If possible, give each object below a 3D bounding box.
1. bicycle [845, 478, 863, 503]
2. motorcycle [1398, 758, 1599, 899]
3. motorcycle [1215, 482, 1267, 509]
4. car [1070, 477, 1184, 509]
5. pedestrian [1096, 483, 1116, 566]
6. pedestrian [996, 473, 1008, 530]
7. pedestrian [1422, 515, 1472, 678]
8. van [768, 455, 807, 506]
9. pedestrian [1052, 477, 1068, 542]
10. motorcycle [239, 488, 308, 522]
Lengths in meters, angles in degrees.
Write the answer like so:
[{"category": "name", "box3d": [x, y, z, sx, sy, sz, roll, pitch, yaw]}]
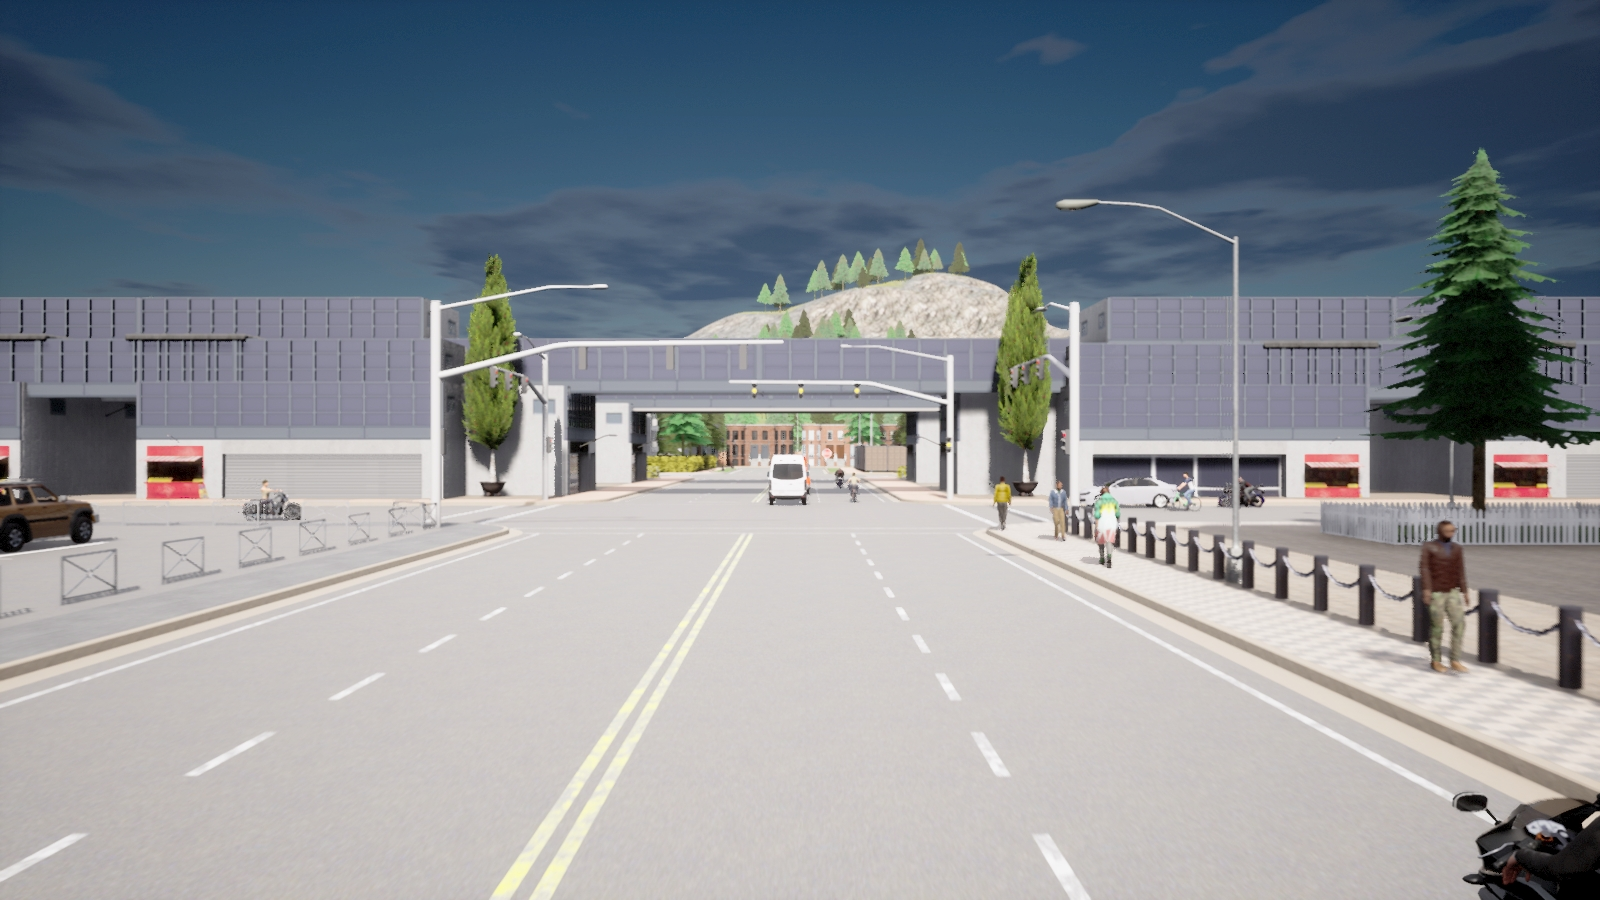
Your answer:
[{"category": "bicycle", "box3d": [2.887, 2.159, 61.339, 0.859, 1.276, 1.487, 0, 0, 0]}, {"category": "motorcycle", "box3d": [3.501, 2.205, 4.756, 0.867, 1.251, 2.209, 0, 0, 0]}, {"category": "motorcycle", "box3d": [21.422, 2.206, 55.491, 2.209, 1.251, 0.867, 0, 0, 0]}, {"category": "car", "box3d": [15.848, 2.062, 55.498, 4.892, 1.480, 2.231, 0, 0, 0]}, {"category": "pedestrian", "box3d": [6.968, 1.698, 26.052, 0.375, 1.860, 0.375, 0, 0, 3]}, {"category": "pedestrian", "box3d": [6.638, 1.698, 37.552, 0.375, 1.860, 0.375, 0, 0, 12]}, {"category": "pedestrian", "box3d": [7.574, 1.697, 13.379, 0.375, 1.860, 0.375, 0, 0, -1]}, {"category": "van", "box3d": [-0.634, 1.535, 60.884, 1.988, 2.561, 5.915, 0, 0, 0]}, {"category": "pedestrian", "box3d": [7.482, 1.700, 32.909, 0.375, 1.860, 0.375, 0, 0, 0]}, {"category": "motorcycle", "box3d": [-20.708, 2.156, 44.972, 2.356, 1.307, 0.764, 0, 0, 1]}]
